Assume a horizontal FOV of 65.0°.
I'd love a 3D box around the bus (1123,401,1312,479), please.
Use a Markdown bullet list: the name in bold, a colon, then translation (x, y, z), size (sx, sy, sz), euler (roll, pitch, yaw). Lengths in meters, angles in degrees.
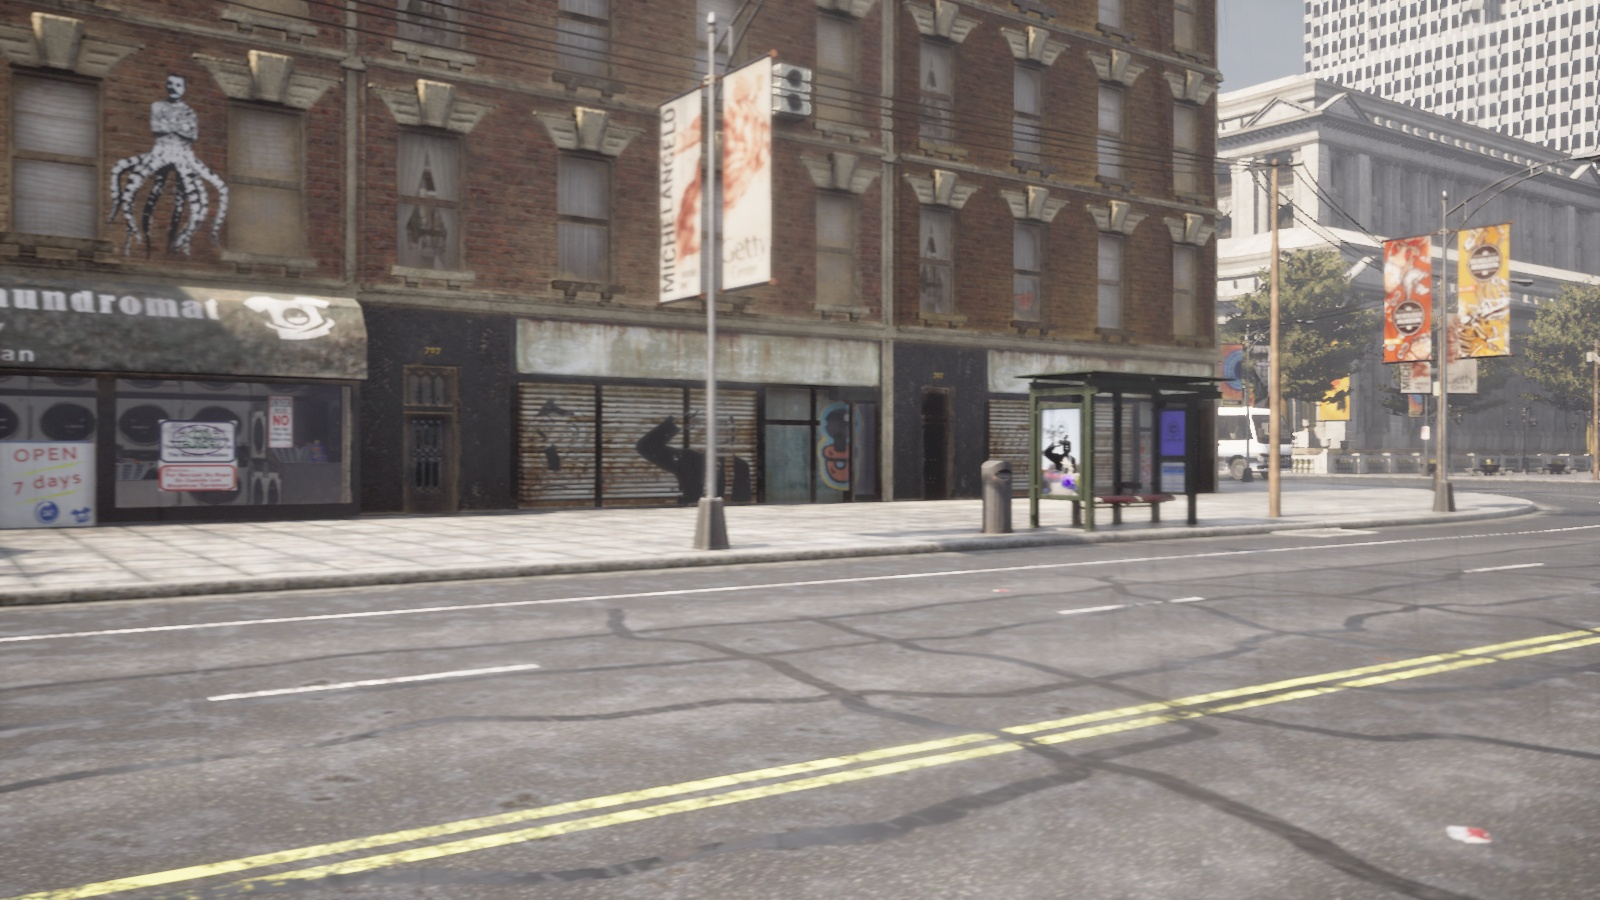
- **bus**: translation (24.231, -0.502, 73.656), size (3.944, 4.253, 10.273), euler (0, 0, -33)
